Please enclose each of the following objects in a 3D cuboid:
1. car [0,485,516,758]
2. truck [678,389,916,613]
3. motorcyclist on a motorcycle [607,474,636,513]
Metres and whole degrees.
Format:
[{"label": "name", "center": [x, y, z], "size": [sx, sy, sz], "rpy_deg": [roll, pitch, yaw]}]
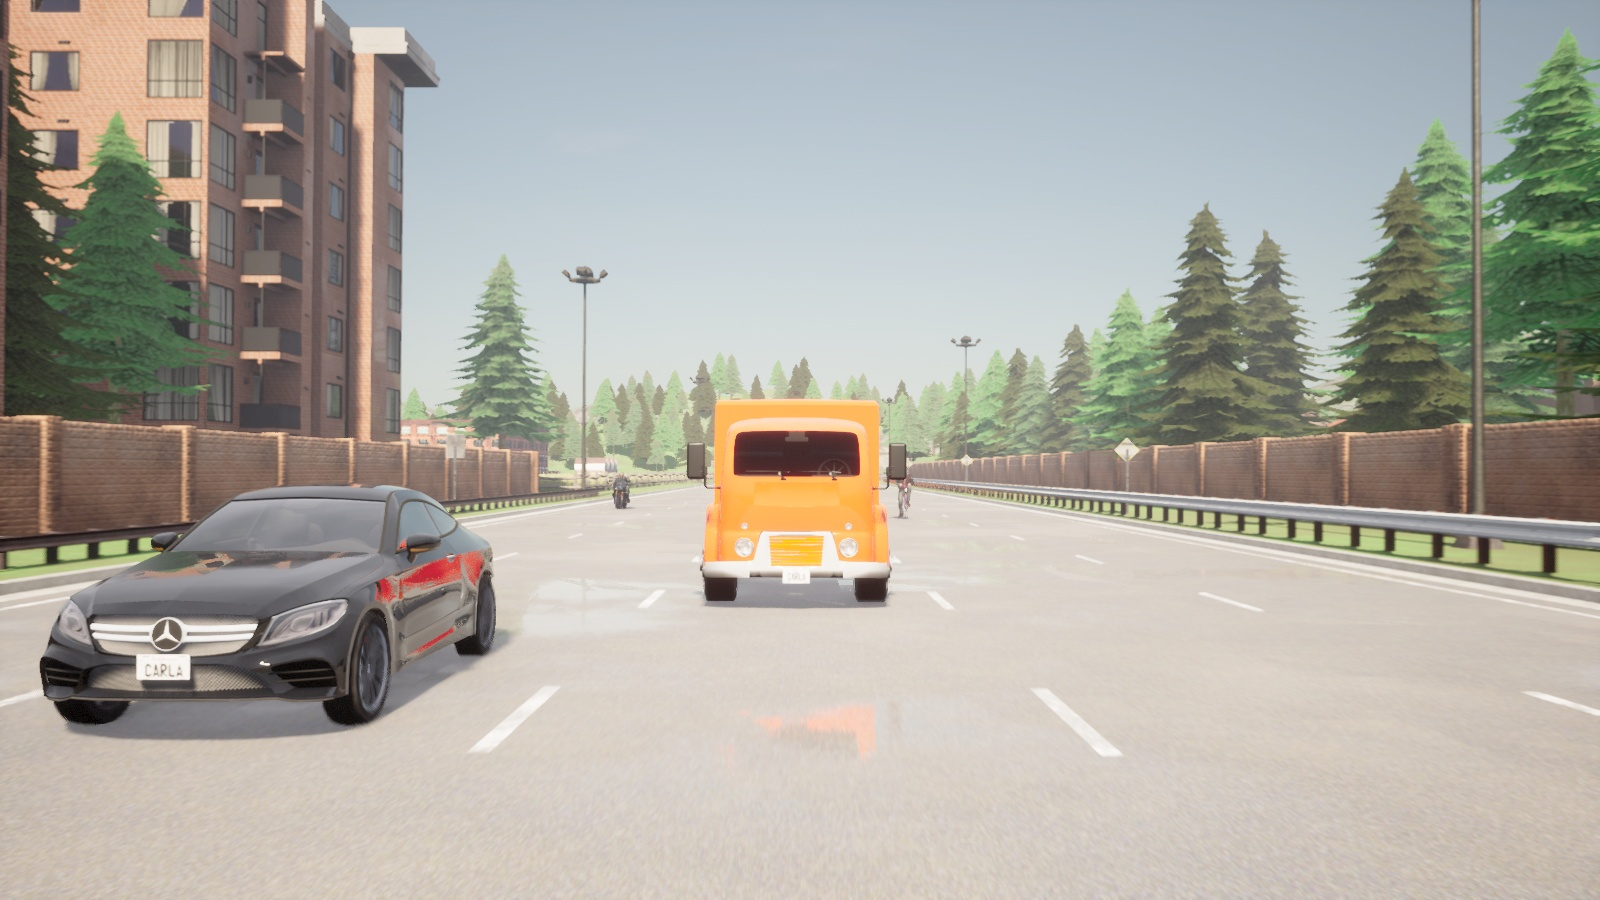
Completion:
[{"label": "car", "center": [-3.517, 1.009, 9.263], "size": [1.812, 1.442, 4.674], "rpy_deg": [0, -1, 0]}, {"label": "truck", "center": [-0.042, 0.603, 16.472], "size": [2.627, 2.467, 5.204], "rpy_deg": [0, -1, 0]}, {"label": "motorcyclist on a motorcycle", "center": [-7.122, 1.718, 50.257], "size": [0.866, 1.530, 2.191], "rpy_deg": [0, -1, 0]}]
